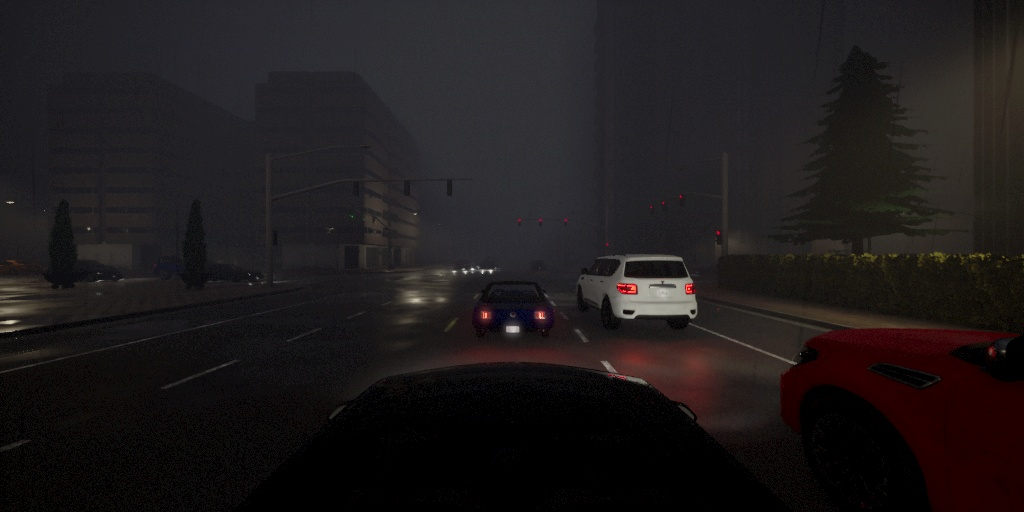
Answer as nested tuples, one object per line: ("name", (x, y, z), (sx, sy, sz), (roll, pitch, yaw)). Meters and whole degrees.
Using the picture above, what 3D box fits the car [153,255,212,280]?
("car", (-27.505, 0.972, 30.902), (5.566, 2.045, 2.150), (0, 0, 0))

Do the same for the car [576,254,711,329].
("car", (3.573, 0.971, 11.362), (2.150, 2.045, 5.566), (0, 0, -2))

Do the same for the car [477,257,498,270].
("car", (-3.659, 1.314, 53.982), (1.994, 1.385, 4.181), (0, 0, 0))

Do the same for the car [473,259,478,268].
("car", (-7.170, 1.351, 61.070), (1.895, 1.301, 4.718), (0, 0, 0))

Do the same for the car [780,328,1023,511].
("car", (3.601, 0.972, 0.984), (2.150, 2.045, 5.566), (0, 0, 0))

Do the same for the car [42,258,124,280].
("car", (-36.974, 1.102, 30.985), (4.553, 1.767, 2.097), (0, 0, 1))

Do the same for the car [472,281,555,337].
("car", (0.043, 1.351, 10.233), (1.895, 1.301, 4.718), (0, 0, 0))

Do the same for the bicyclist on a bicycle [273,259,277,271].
("bicyclist on a bicycle", (-28.701, 1.051, 42.895), (0.582, 1.620, 1.656), (0, 0, 0))

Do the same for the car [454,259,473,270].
("car", (-7.163, 1.228, 51.739), (1.882, 1.535, 5.008), (0, 0, 0))

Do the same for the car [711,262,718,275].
("car", (22.127, 1.297, 37.684), (5.357, 1.411, 2.033), (0, 0, 1))

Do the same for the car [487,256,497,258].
("car", (-3.655, 0.971, 64.703), (2.150, 2.045, 5.566), (0, 0, 0))

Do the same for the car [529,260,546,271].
("car", (3.422, 1.255, 48.140), (1.837, 1.490, 4.892), (-2, 0, -2))

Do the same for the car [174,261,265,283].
("car", (-22.008, 1.297, 27.331), (5.357, 1.411, 2.033), (0, 0, 1))

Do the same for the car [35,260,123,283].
("car", (-32.781, 1.276, 27.448), (4.674, 1.442, 1.812), (0, 0, 0))
